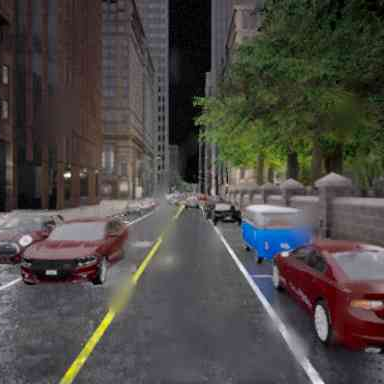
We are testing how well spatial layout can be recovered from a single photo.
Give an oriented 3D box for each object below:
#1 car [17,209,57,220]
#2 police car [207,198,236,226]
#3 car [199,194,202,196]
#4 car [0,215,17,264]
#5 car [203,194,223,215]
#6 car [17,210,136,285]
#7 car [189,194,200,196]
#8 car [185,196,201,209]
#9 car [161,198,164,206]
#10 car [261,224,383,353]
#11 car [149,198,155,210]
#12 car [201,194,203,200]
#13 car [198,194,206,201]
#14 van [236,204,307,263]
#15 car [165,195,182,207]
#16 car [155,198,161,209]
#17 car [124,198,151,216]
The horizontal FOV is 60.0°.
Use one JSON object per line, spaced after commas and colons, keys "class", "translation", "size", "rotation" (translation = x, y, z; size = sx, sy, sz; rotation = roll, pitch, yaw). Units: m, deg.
{"class": "car", "translation": [-5.763, 1.480, 11.770], "size": [1.967, 1.590, 4.097], "rotation": [0, 0, 0]}
{"class": "police car", "translation": [2.366, 1.492, 24.211], "size": [1.930, 1.638, 5.238], "rotation": [0, 0, 0]}
{"class": "car", "translation": [2.760, 1.466, 88.071], "size": [2.192, 1.841, 5.009], "rotation": [0, 0, 0]}
{"class": "car", "translation": [-5.764, 1.339, 6.247], "size": [2.192, 1.841, 5.009], "rotation": [0, 0, 0]}
{"class": "car", "translation": [2.763, 1.409, 39.402], "size": [2.192, 1.841, 5.009], "rotation": [0, 0, 0]}
{"class": "car", "translation": [-3.101, 1.512, 9.835], "size": [1.882, 1.535, 5.008], "rotation": [0, 0, 0]}
{"class": "car", "translation": [-0.001, 1.588, 57.887], "size": [1.882, 1.535, 5.008], "rotation": [0, 0, 0]}
{"class": "car", "translation": [0.040, 1.667, 47.123], "size": [1.994, 1.385, 4.181], "rotation": [0, 0, 0]}
{"class": "car", "translation": [-5.764, 1.675, 55.963], "size": [1.947, 1.339, 4.313], "rotation": [0, 0, 0]}
{"class": "car", "translation": [2.762, 1.569, 6.256], "size": [1.887, 1.381, 4.507], "rotation": [0, 0, 0]}
{"class": "car", "translation": [-5.763, 1.619, 39.221], "size": [1.752, 1.417, 4.829], "rotation": [0, 0, 0]}
{"class": "car", "translation": [2.763, 1.415, 44.927], "size": [2.192, 1.841, 5.009], "rotation": [0, 0, 0]}
{"class": "car", "translation": [2.760, 1.477, 93.512], "size": [2.192, 1.841, 5.009], "rotation": [0, 0, 0]}
{"class": "van", "translation": [2.762, 1.380, 11.780], "size": [1.690, 1.788, 3.998], "rotation": [0, 0, 0]}
{"class": "car", "translation": [-3.052, 1.612, 53.552], "size": [1.837, 1.490, 4.892], "rotation": [0, 0, 0]}
{"class": "car", "translation": [-5.763, 1.541, 44.916], "size": [1.967, 1.590, 4.097], "rotation": [0, 0, 0]}
{"class": "car", "translation": [-5.764, 1.637, 33.867], "size": [2.008, 1.369, 4.403], "rotation": [0, 0, 0]}
